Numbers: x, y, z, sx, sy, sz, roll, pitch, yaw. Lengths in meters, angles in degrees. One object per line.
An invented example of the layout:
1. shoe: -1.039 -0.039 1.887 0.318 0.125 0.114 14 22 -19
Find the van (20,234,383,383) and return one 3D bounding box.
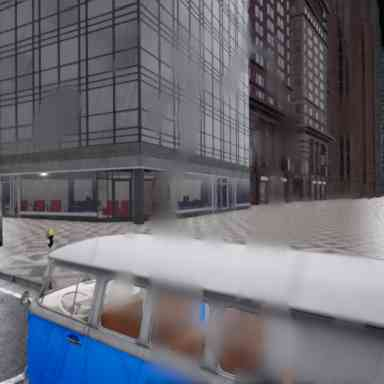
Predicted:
1. van: 0.259 1.341 2.679 3.998 1.788 1.690 0 -1 36

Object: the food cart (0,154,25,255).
1. food cart: -8.795 0.477 12.846 4.660 3.560 2.280 -1 0 36
